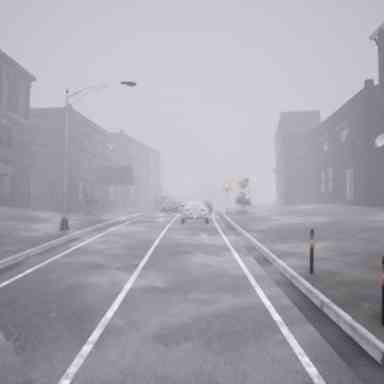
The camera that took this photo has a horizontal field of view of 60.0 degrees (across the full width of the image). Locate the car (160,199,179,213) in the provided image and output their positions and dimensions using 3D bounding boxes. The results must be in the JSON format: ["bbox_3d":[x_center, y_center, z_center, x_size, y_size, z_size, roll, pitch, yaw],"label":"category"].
[{"bbox_3d":[-2.219,1.508,35.850,1.837,1.490,4.892,0,-1,5],"label":"car"}]

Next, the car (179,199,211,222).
[{"bbox_3d":[0.274,1.378,24.211,1.812,1.442,4.674,0,0,2],"label":"car"}]

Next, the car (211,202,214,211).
[{"bbox_3d":[1.650,1.604,42.158,2.163,1.488,4.792,0,-2,7],"label":"car"}]
